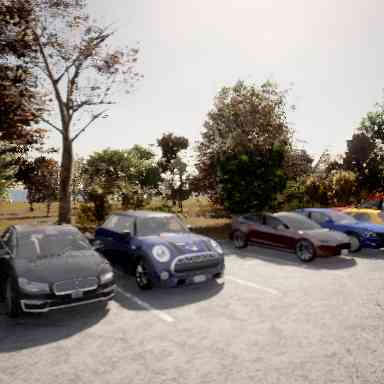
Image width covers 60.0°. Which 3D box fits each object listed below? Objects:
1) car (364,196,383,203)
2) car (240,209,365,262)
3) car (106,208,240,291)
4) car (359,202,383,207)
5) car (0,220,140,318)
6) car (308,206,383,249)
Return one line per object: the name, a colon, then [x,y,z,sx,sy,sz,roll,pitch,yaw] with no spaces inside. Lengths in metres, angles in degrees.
car: [10.123,1.220,17.308,2.435,2.045,5.566,0,0,-35]
car: [3.455,1.506,12.483,2.163,1.488,4.792,0,0,-35]
car: [-1.116,1.354,9.301,2.185,1.767,4.553,0,0,-35]
car: [7.764,1.470,15.819,1.946,1.575,5.366,0,0,-35]
car: [-3.369,1.482,7.663,2.231,1.521,4.892,0,0,-35]
car: [5.703,1.475,14.129,2.097,1.535,5.008,0,0,-35]
